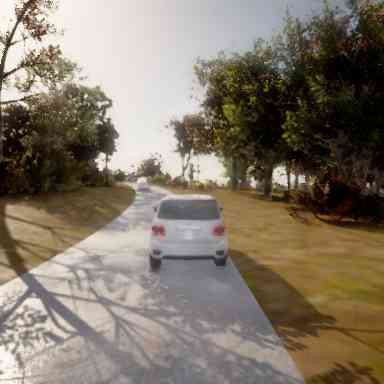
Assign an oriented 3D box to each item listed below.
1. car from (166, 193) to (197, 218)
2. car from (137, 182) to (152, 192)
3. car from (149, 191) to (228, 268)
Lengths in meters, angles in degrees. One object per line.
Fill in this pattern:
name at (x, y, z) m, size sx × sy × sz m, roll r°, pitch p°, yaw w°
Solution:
car at (-0.901, 0.927, 24.733) m, size 2.033 × 1.411 × 5.357 m, roll 0°, pitch 3°, yaw -5°
car at (-7.233, -0.752, 50.396) m, size 1.812 × 1.442 × 4.674 m, roll 2°, pitch 3°, yaw -10°
car at (-0.124, 1.066, 10.982) m, size 2.150 × 2.045 × 5.566 m, roll 0°, pitch 1°, yaw -1°
